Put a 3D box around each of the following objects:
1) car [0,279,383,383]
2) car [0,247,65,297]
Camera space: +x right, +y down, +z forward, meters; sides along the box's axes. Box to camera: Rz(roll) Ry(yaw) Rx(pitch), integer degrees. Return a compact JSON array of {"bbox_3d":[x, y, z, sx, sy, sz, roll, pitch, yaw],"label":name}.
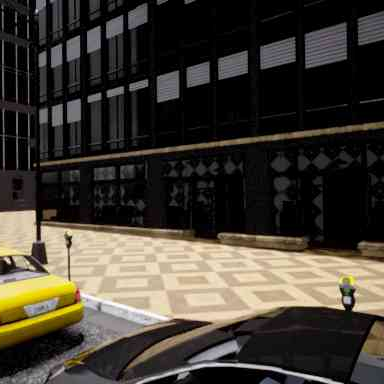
[{"bbox_3d":[0.725,1.566,2.328,4.313,1.339,1.947,0,-1,35],"label":"car"},{"bbox_3d":[-3.911,1.527,5.840,4.829,1.417,1.752,0,-1,35],"label":"car"}]
